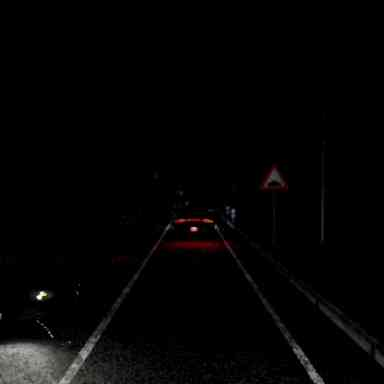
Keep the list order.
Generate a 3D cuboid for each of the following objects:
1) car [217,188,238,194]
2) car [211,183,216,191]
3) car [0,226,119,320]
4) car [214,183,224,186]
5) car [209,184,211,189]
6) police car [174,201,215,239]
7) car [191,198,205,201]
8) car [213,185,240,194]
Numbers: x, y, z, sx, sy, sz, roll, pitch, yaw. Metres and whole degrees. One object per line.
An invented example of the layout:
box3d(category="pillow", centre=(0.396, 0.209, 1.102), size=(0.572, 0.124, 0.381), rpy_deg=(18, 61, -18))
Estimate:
box3d(category="car", centre=(8.172, -0.248, 76.712), size=(4.674, 1.452, 2.002), rpy_deg=(0, 3, -1))
box3d(category="car", centre=(8.134, -0.797, 82.203), size=(5.566, 2.045, 2.435), rpy_deg=(0, 3, -1))
box3d(category="car", centre=(-3.087, 1.556, 7.836), size=(2.033, 1.411, 5.357), rpy_deg=(0, 0, 0))
box3d(category="car", centre=(8.105, -0.544, 79.456), size=(4.553, 1.767, 2.185), rpy_deg=(0, 3, -1))
box3d(category="car", centre=(7.983, -1.015, 93.228), size=(4.892, 1.521, 2.231), rpy_deg=(0, 2, -1))
box3d(category="police car", centre=(0.096, 1.491, 17.396), size=(2.038, 1.542, 4.974), rpy_deg=(0, 0, 0))
box3d(category="car", centre=(0.588, 1.345, 33.555), size=(2.033, 1.411, 5.357), rpy_deg=(0, 1, 5))
box3d(category="car", centre=(8.015, -0.158, 73.953), size=(5.366, 1.575, 1.946), rpy_deg=(0, 3, -1))
